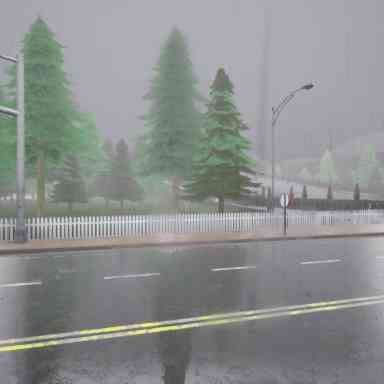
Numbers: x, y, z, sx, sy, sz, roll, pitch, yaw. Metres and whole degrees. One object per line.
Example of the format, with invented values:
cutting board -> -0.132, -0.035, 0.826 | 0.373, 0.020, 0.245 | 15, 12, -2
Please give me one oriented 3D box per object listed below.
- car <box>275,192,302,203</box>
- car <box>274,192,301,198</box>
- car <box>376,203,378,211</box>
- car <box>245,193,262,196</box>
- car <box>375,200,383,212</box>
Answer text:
car -> 16.074, 0.868, 55.417 | 1.895, 1.301, 4.718 | 0, 4, -19
car -> 13.968, 0.882, 50.760 | 2.097, 1.767, 4.553 | 0, 4, -19
car -> 20.312, 1.509, 32.390 | 1.837, 1.490, 4.892 | 0, 0, -18
car -> 10.729, 0.227, 60.330 | 2.033, 1.411, 5.357 | 0, 6, -18
car -> 22.704, 1.598, 36.218 | 1.895, 1.301, 4.718 | 0, 0, -19
